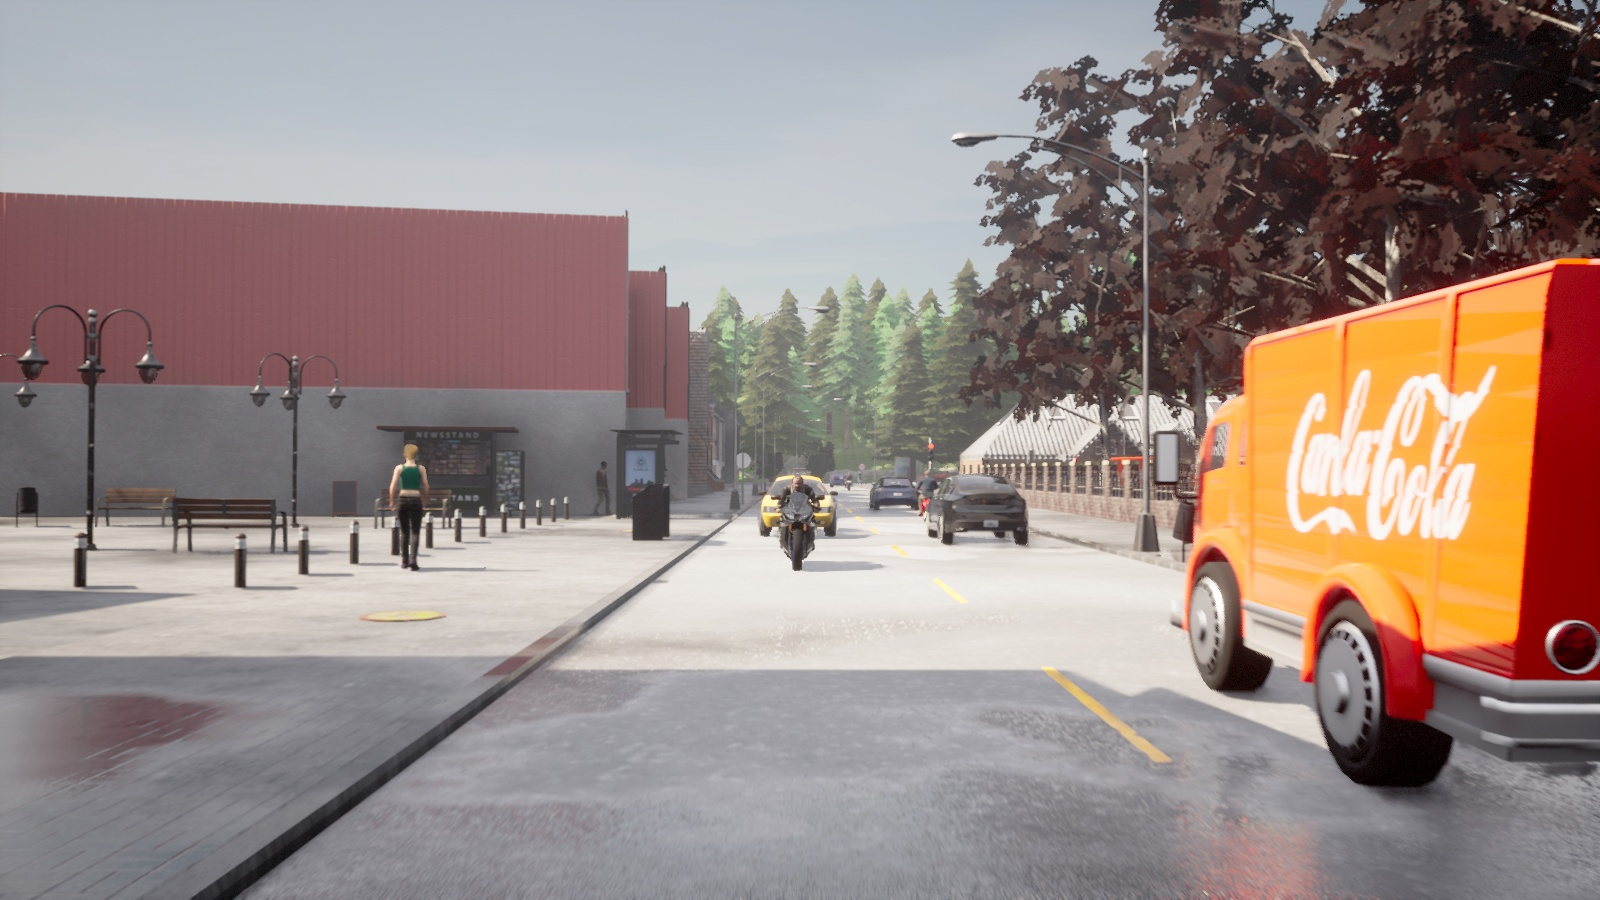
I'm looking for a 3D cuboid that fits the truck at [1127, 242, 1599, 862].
[{"bbox_3d":[3.983,0.440,7.606,2.627,2.467,5.204,0,-1,0],"label":"truck"}]

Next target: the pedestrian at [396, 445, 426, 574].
[{"bbox_3d":[-5.655,0.852,18.277,0.345,1.836,0.594,0,-1,-10],"label":"pedestrian"}]

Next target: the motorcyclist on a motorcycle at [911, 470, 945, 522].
[{"bbox_3d":[3.945,1.403,38.819,0.866,1.590,1.817,0,-1,0],"label":"motorcyclist on a motorcycle"}]

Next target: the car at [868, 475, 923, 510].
[{"bbox_3d":[3.928,1.734,51.984,1.994,1.385,4.181,0,-1,1],"label":"car"}]

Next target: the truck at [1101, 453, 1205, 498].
[{"bbox_3d":[20.254,1.465,72.221,5.204,2.467,2.627,-1,-1,-2],"label":"truck"}]

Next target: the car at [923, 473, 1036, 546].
[{"bbox_3d":[3.962,1.281,28.495,1.837,1.490,4.892,0,-1,0],"label":"car"}]

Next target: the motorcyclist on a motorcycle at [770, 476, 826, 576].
[{"bbox_3d":[-0.032,1.192,20.443,0.866,1.530,2.191,0,-1,0],"label":"motorcyclist on a motorcycle"}]

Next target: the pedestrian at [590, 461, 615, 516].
[{"bbox_3d":[-6.573,1.279,41.866,0.431,1.840,0.703,-1,-1,40],"label":"pedestrian"}]

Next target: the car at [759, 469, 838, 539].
[{"bbox_3d":[-0.040,1.280,31.424,1.801,1.575,5.366,0,-1,0],"label":"car"}]
